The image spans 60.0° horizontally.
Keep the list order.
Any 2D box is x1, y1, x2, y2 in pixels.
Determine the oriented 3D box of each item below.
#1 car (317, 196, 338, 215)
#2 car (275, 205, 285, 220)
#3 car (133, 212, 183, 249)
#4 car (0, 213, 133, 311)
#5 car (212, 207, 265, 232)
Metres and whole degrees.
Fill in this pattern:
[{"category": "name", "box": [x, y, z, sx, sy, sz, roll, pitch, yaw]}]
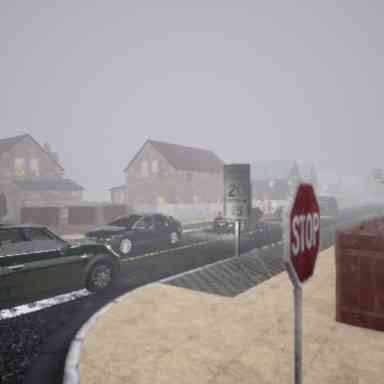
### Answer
[{"category": "car", "box": [15.418, 1.505, 38.843, 2.150, 2.045, 5.566, 0, -1, 35]}, {"category": "car", "box": [9.176, 1.759, 30.225, 1.812, 1.442, 4.674, 0, -1, 36]}, {"category": "car", "box": [-2.352, 1.657, 14.204, 1.837, 1.490, 4.892, 0, 0, 36]}, {"category": "car", "box": [-3.753, 1.462, 7.201, 2.097, 1.767, 4.553, 0, 0, 36]}, {"category": "car", "box": [3.144, 1.694, 21.842, 1.837, 1.490, 4.892, 0, -1, 36]}]
